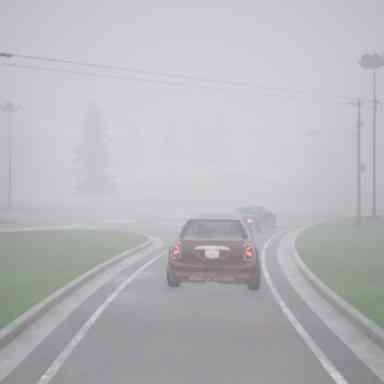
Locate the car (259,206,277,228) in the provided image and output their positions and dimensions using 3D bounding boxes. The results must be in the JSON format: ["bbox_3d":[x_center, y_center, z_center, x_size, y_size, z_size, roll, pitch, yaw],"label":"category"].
[{"bbox_3d":[3.524,1.485,19.351,2.033,1.411,5.357,0,0,27],"label":"car"}]

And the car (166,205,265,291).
[{"bbox_3d":[0.712,1.323,9.205,2.097,1.767,4.553,0,0,8],"label":"car"}]
